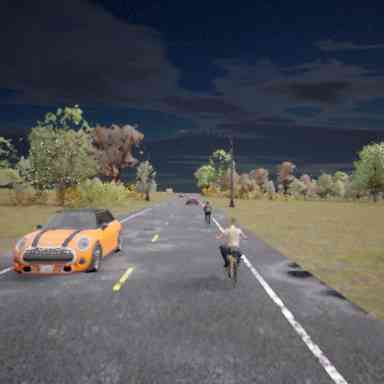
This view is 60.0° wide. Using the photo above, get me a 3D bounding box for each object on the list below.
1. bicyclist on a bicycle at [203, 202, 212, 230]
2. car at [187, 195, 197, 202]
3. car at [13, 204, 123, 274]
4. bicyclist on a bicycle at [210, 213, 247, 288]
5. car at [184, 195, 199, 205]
[{"bbox_3d":[0.958,1.402,19.928,0.582,1.620,1.656,0,0,0],"label":"bicyclist on a bicycle"},{"bbox_3d":[-0.016,1.348,73.756,2.033,1.411,5.357,0,0,0],"label":"car"},{"bbox_3d":[-3.603,1.325,10.498,2.097,1.767,4.553,0,0,0],"label":"car"},{"bbox_3d":[0.978,1.415,8.215,0.866,1.612,1.509,0,0,0],"label":"bicyclist on a bicycle"},{"bbox_3d":[0.088,1.381,55.802,1.812,1.442,4.674,0,0,0],"label":"car"}]
